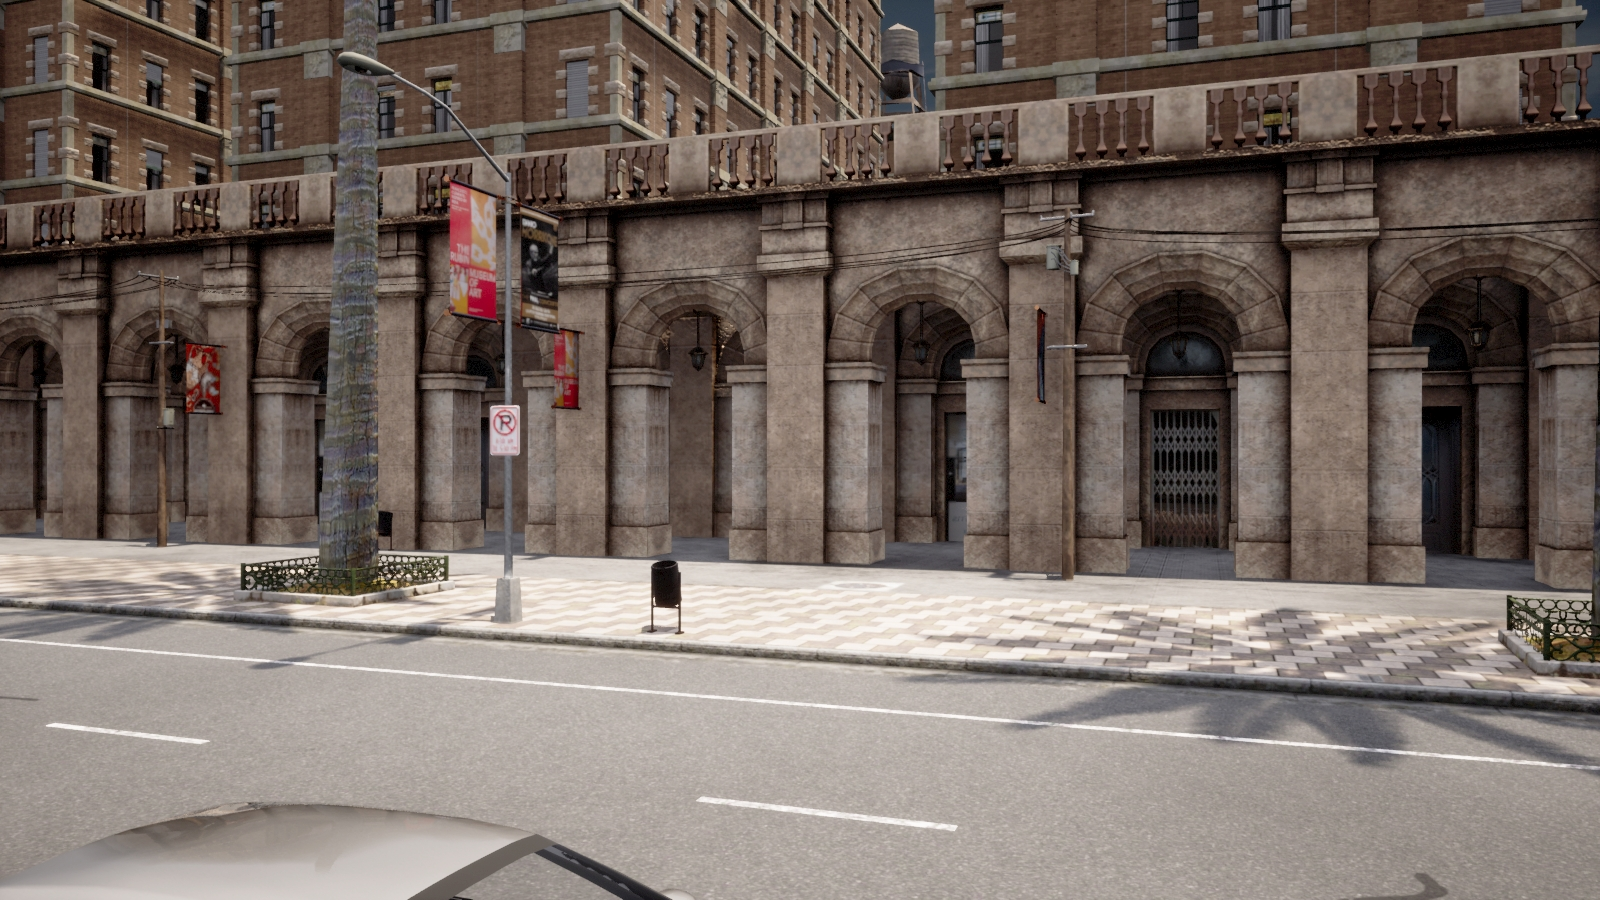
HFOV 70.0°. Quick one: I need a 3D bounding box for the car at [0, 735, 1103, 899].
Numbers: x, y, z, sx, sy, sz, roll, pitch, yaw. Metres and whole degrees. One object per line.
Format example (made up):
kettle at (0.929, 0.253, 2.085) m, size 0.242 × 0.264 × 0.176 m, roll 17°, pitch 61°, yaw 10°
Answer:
car at (-1.248, 2.067, 3.754) m, size 4.193 × 1.474 × 1.816 m, roll 0°, pitch 0°, yaw 20°
